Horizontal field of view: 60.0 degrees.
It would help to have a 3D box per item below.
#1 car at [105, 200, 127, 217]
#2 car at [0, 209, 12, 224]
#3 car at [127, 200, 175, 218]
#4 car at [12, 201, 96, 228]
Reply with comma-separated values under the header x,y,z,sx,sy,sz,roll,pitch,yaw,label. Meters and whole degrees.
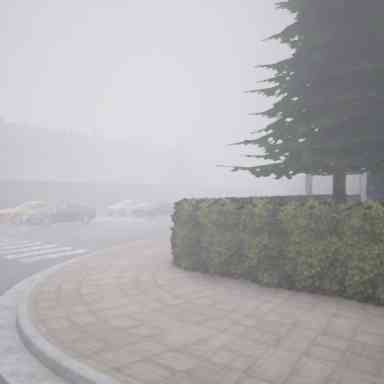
x,y,z,sx,sy,sz,roll,pitch,yaw,label
-6.009,1.478,31.440,1.812,1.442,4.674,0,0,36,car
-11.384,1.430,23.918,1.882,1.535,5.008,0,0,35,car
-2.936,1.498,29.748,2.033,1.411,5.357,0,0,35,car
-8.594,1.442,21.811,2.128,1.511,4.902,0,0,35,car
